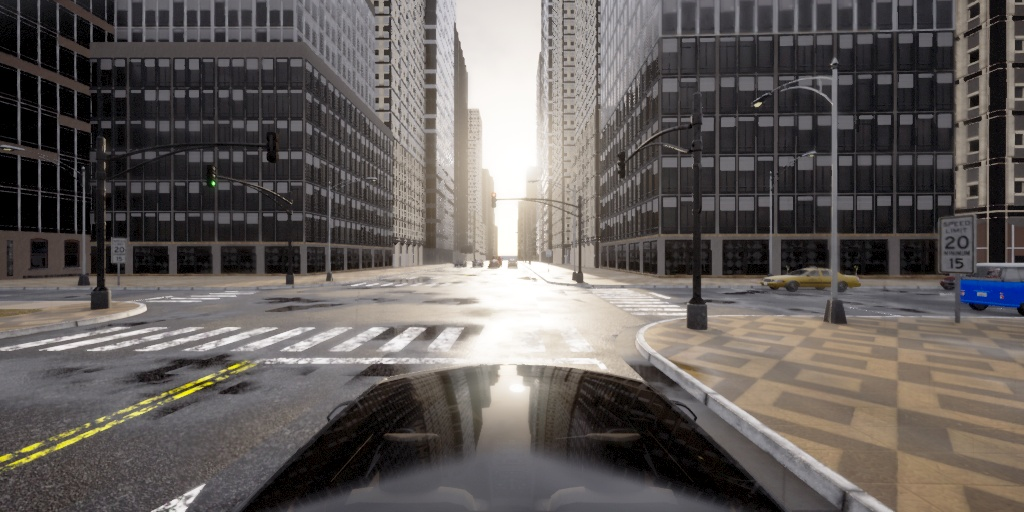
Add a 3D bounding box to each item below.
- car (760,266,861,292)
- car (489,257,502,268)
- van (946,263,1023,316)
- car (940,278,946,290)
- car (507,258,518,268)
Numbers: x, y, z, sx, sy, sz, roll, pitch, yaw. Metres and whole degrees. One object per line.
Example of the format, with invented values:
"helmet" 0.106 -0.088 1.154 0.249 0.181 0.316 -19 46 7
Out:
"car" 17.124 1.293 20.719 4.829 1.417 1.751 0 0 2
"car" -3.126 1.386 63.344 1.812 1.442 4.674 0 0 0
"van" 18.378 1.119 12.544 3.998 1.789 1.690 0 0 2
"car" 26.958 1.356 20.214 4.207 1.307 1.802 0 0 2
"car" 0.124 1.408 63.338 2.033 1.411 5.357 0 0 0
